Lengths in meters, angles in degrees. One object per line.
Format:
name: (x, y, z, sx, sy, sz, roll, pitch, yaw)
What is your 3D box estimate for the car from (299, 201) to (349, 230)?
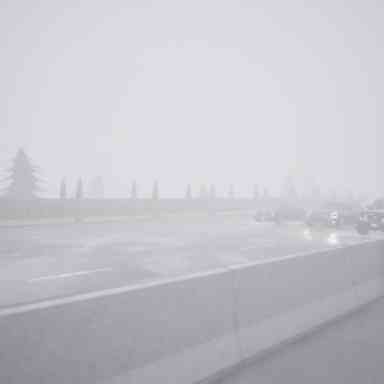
car: (9.141, 1.341, 20.961, 4.553, 1.767, 2.097, 1, 1, -40)

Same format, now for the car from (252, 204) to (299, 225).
car: (6.344, 1.516, 23.182, 4.718, 1.301, 1.895, 1, 1, -40)

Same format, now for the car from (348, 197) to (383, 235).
car: (10.953, 1.271, 17.905, 5.566, 2.045, 2.150, 1, 1, -40)
